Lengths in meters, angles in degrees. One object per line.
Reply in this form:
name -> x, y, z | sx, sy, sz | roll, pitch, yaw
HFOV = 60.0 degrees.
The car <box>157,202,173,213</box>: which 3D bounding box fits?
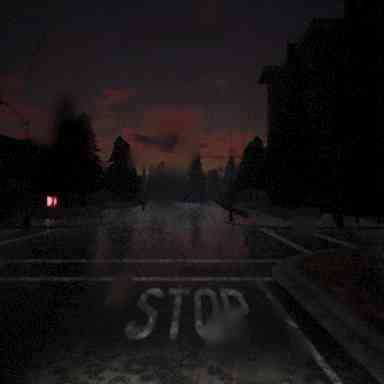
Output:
car -> -3.491, 2.022, 44.497 | 2.033, 1.411, 5.357 | 0, 0, 0
